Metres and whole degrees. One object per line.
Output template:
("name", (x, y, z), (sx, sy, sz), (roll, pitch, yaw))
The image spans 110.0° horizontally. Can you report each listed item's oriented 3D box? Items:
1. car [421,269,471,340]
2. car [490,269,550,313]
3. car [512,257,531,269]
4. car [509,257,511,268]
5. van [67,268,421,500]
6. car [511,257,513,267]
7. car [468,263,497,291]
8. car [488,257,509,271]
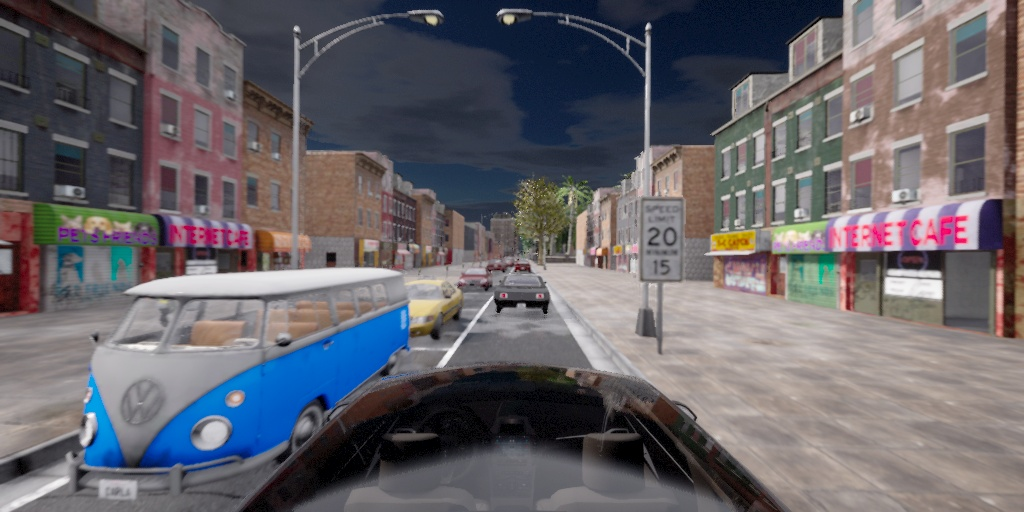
("car", (-2.442, 1.246, 9.966), (1.751, 1.417, 4.829), (0, 0, 2))
("car", (0.411, 1.353, 14.064), (1.895, 1.301, 4.718), (1, 0, 2))
("car", (1.322, 1.235, 43.442), (1.882, 1.535, 5.008), (1, 0, 2))
("car", (-1.599, 1.202, 49.633), (1.882, 1.535, 5.008), (1, 0, 2))
("van", (-2.608, 1.060, 4.526), (1.690, 1.789, 3.998), (0, 0, 2))
("car", (-0.895, 1.277, 60.617), (1.888, 1.381, 4.507), (0, 0, 2))
("car", (-2.094, 1.304, 21.354), (1.802, 1.307, 4.207), (0, 0, 2))
("car", (-1.786, 1.075, 42.605), (2.097, 1.767, 4.553), (1, 0, 2))
